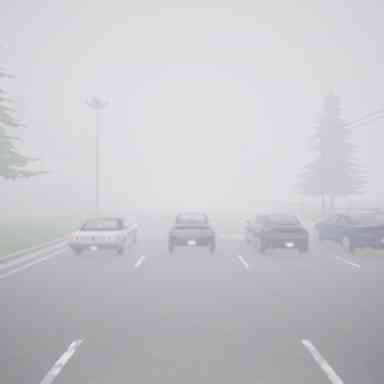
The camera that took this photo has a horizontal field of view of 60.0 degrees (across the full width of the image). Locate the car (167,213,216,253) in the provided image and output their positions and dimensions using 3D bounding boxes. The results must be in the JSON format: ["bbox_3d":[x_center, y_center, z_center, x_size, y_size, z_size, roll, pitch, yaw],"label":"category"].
[{"bbox_3d":[-0.006,1.625,14.285,2.128,1.511,4.902,0,0,0],"label":"car"}]

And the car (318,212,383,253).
[{"bbox_3d":[6.995,1.612,14.479,1.882,1.535,5.008,0,0,0],"label":"car"}]

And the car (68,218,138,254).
[{"bbox_3d":[-3.507,1.731,14.098,1.895,1.301,4.718,0,0,0],"label":"car"}]

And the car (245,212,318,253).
[{"bbox_3d":[3.494,1.640,14.304,1.837,1.490,4.892,0,0,0],"label":"car"}]
